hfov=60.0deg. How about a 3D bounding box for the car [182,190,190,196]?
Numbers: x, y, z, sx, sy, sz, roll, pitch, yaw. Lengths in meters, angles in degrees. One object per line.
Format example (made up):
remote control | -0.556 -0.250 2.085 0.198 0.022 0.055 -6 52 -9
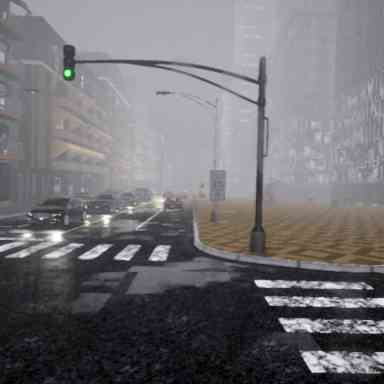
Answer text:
car | -1.423 0.312 81.542 1.752 1.417 4.829 0 1 0

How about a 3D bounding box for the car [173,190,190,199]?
car | -1.532 0.728 53.130 2.008 1.369 4.403 0 1 0

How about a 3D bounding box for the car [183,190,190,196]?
car | -1.401 0.258 87.020 1.887 1.381 4.507 0 1 0

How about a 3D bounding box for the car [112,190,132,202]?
car | -9.899 0.517 47.452 1.967 1.590 4.097 0 1 0

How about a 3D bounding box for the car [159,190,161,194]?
car | -9.747 0.116 86.992 1.802 1.307 4.206 0 1 0

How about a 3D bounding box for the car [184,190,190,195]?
car | -1.380 0.219 92.669 1.802 1.307 4.206 0 1 0

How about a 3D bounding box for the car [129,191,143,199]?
car | -9.856 0.502 58.751 1.802 1.307 4.206 0 1 0

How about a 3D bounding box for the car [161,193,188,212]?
car | -1.620 1.035 30.536 1.887 1.381 4.507 0 1 0

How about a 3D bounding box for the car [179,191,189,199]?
car | -1.488 0.566 64.427 1.887 1.381 4.507 0 1 0

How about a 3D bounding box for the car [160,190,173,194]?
car | -4.051 0.516 59.259 1.882 1.535 5.008 1 1 0

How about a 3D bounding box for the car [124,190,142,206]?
car | -7.324 0.786 38.248 1.812 1.442 4.674 1 1 1

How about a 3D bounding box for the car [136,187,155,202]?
car | -7.226 0.337 48.800 2.150 2.045 5.566 1 1 1

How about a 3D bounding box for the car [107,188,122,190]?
car | -9.919 0.469 41.803 2.192 1.841 5.009 0 1 0

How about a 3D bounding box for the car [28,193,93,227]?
car | -7.408 1.037 18.821 1.837 1.490 4.892 1 1 0

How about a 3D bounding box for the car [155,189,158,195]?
car | -9.789 0.003 75.693 2.192 1.841 5.009 0 1 0

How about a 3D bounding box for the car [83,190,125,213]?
car | -7.367 0.875 28.366 1.882 1.535 5.008 1 1 0
